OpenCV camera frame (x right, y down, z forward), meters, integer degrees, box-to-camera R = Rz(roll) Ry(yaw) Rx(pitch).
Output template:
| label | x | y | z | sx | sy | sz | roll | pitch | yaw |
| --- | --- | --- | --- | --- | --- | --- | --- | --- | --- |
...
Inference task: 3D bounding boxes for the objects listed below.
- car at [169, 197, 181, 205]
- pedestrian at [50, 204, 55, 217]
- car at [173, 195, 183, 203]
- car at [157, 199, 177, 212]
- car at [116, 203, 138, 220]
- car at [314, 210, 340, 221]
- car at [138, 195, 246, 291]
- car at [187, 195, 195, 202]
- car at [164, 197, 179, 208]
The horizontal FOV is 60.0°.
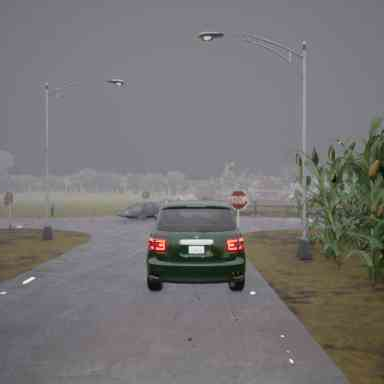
| label | x | y | z | sx | sy | sz | roll | pitch | yaw |
| --- | --- | --- | --- | --- | --- | --- | --- | --- | --- |
| car | -2.941 | 1.557 | 58.380 | 1.994 | 1.385 | 4.181 | 0 | 0 | 0 |
| pedestrian | -12.238 | 1.612 | 29.166 | 0.500 | 1.100 | 0.500 | 0 | 2 | 0 |
| car | -2.889 | 1.473 | 68.441 | 1.882 | 1.535 | 5.008 | 0 | 0 | 0 |
| car | -2.924 | 1.552 | 39.833 | 1.994 | 1.385 | 4.181 | 0 | 0 | 0 |
| car | -3.397 | 1.526 | 26.784 | 5.357 | 1.411 | 2.033 | 0 | 0 | -40 |
| car | 12.562 | 1.522 | 26.282 | 5.357 | 1.411 | 2.033 | 0 | 2 | 0 |
| car | 0.086 | 1.217 | 9.153 | 2.150 | 2.045 | 5.566 | 0 | 0 | 0 |
| car | -0.157 | 1.479 | 80.817 | 1.882 | 1.535 | 5.008 | 0 | 0 | 0 |
| car | -2.933 | 1.468 | 48.567 | 1.882 | 1.535 | 5.008 | 0 | 0 | 0 |
